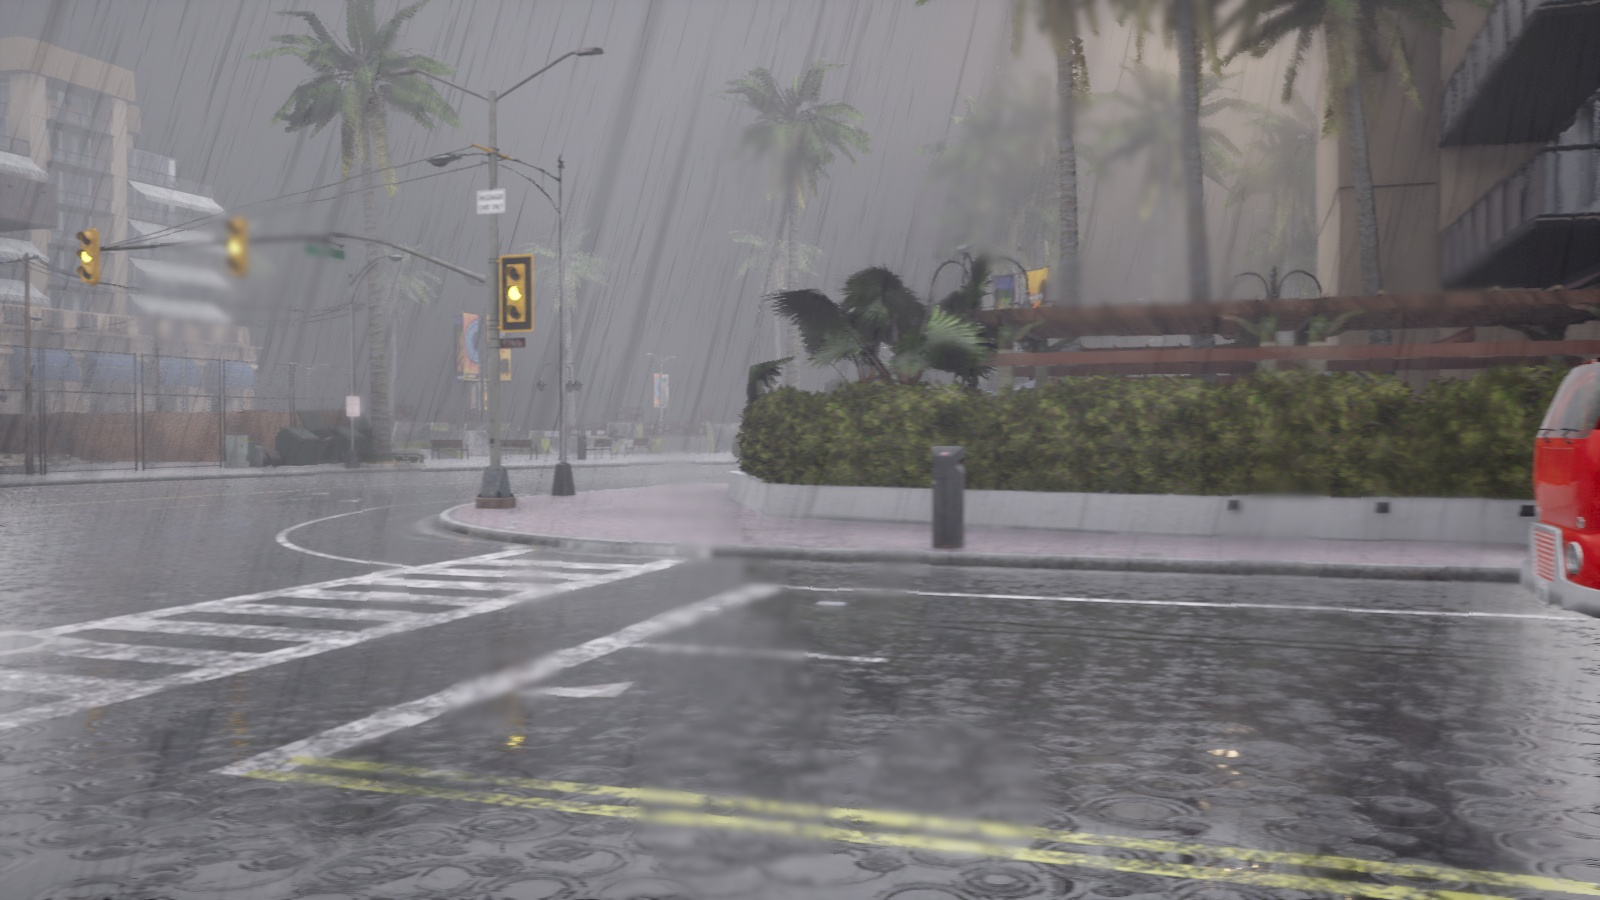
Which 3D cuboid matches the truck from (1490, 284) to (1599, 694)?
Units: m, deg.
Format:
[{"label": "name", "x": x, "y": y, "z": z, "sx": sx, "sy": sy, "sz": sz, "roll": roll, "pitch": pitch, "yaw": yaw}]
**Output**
[{"label": "truck", "x": 7.601, "y": 0.240, "z": 8.004, "sx": 5.204, "sy": 2.467, "sz": 2.627, "roll": 1, "pitch": 1, "yaw": 19}]
